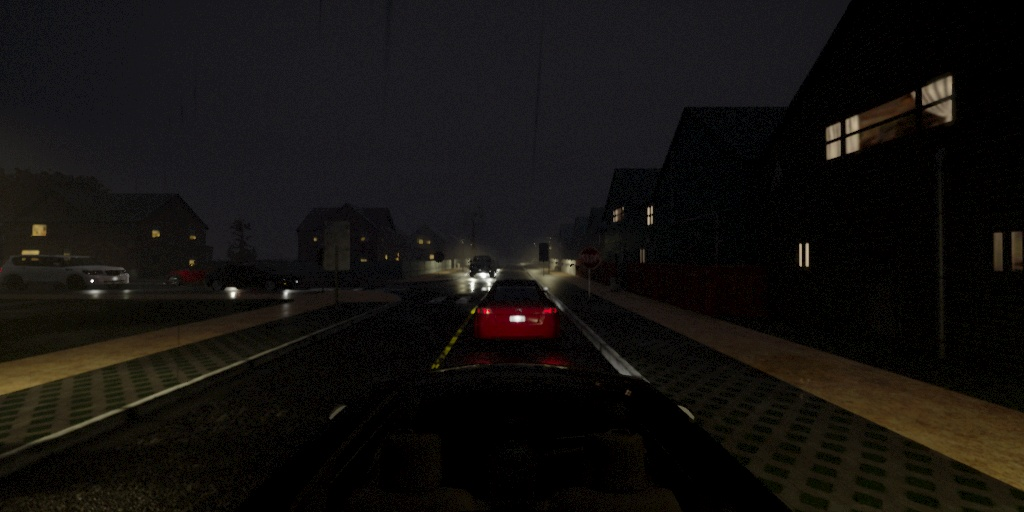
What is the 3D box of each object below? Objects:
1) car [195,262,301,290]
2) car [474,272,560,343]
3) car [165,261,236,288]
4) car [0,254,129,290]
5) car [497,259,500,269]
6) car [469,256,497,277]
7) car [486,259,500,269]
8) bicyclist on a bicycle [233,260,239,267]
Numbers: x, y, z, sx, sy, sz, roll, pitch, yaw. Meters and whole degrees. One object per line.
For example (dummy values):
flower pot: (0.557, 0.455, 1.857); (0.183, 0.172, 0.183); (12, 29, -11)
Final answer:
car: (-14.789, 1.230, 20.587); (4.892, 1.490, 1.837); (0, -1, -1)
car: (0.092, 1.311, 9.660); (1.994, 1.385, 4.181); (0, 0, -1)
car: (-19.749, 1.106, 23.469); (4.553, 1.767, 2.097); (0, -1, 0)
car: (-25.465, 0.941, 20.499); (5.566, 2.045, 2.150); (0, -1, 0)
car: (-2.909, 1.233, 46.040); (2.128, 1.511, 4.902); (0, 0, 0)
car: (-2.898, 0.966, 35.266); (2.150, 2.045, 5.566); (0, 0, 0)
car: (-2.895, 1.220, 56.177); (1.882, 1.535, 5.008); (0, 0, 0)
bicyclist on a bicycle: (-20.251, 1.086, 26.399); (0.582, 1.620, 1.656); (0, 0, -1)
